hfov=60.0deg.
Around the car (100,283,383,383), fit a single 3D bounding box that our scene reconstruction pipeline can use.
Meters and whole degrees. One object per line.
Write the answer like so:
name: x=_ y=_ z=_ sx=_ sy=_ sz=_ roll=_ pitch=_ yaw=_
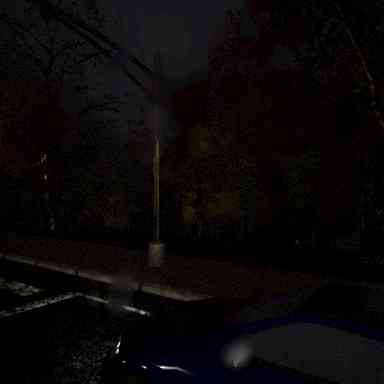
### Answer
car: x=1.135 y=1.564 z=2.873 sx=4.181 sy=1.385 sz=1.994 roll=0 pitch=0 yaw=35
